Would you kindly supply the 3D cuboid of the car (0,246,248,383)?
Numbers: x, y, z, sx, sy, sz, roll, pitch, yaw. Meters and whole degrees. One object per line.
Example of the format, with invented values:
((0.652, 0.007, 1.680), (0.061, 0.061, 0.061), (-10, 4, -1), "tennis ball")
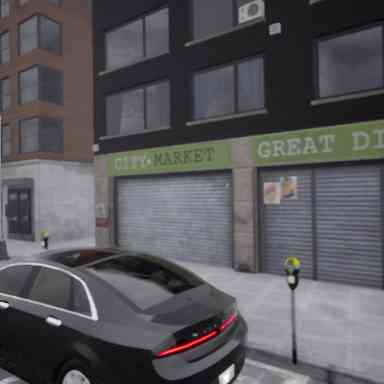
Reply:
((-1.657, 1.528, 4.572), (4.892, 1.490, 1.837), (0, 0, 35), "car")
